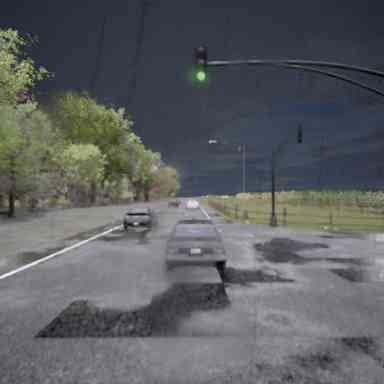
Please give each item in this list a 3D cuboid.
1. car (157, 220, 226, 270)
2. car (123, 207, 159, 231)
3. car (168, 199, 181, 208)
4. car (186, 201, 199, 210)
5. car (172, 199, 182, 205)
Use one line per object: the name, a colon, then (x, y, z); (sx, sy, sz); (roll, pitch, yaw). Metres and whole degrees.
car: (0.098, 1.679, 11.526); (2.033, 1.411, 5.357); (0, -1, 0)
car: (-3.404, 1.747, 22.705); (2.128, 1.511, 4.902); (0, -1, 0)
car: (-3.411, 2.188, 62.200); (1.837, 1.490, 4.892); (0, -1, 0)
car: (0.091, 2.128, 54.488); (1.812, 1.442, 4.674); (0, -1, 0)
car: (-3.513, 2.410, 79.224); (2.033, 1.411, 5.357); (0, -1, 0)
